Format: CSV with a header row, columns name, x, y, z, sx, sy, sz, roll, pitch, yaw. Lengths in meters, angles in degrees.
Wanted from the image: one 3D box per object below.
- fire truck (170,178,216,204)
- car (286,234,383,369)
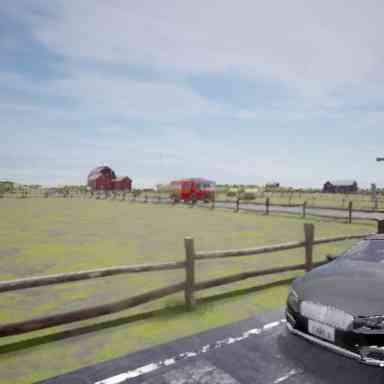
name,x,y,z,sx,sy,sz,roll,pitch,yaw
fire truck,-0.046,-0.234,51.195,2.891,3.827,8.468,1,0,-36
car,3.646,1.502,5.656,4.902,1.511,2.128,0,0,-35
